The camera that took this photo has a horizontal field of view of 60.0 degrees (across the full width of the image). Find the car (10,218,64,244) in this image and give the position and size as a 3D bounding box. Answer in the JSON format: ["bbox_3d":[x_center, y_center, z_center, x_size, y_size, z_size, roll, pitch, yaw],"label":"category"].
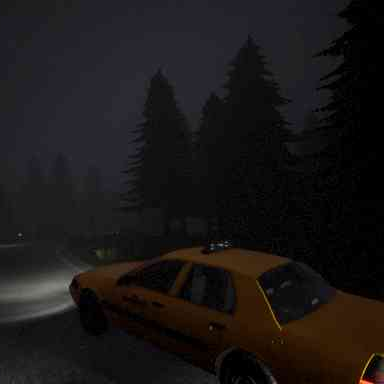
[{"bbox_3d":[-12.760,3.222,28.080,2.150,2.045,5.566,-4,-7,7],"label":"car"}]

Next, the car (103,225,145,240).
[{"bbox_3d":[-7.443,4.510,36.948,2.033,1.411,5.357,-4,-8,20],"label":"car"}]

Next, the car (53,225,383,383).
[{"bbox_3d":[0.144,1.441,4.732,5.366,1.575,1.801,0,1,43],"label":"car"}]

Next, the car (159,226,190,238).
[{"bbox_3d":[-2.327,5.543,46.258,1.882,1.535,5.008,-5,-8,30],"label":"car"}]
